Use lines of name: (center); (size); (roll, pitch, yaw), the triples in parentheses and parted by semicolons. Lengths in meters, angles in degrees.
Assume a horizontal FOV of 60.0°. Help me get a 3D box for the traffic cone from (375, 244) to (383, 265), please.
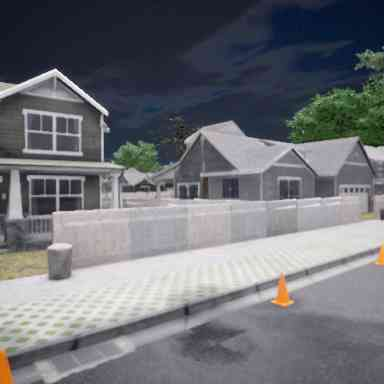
traffic cone: (5.603, 1.814, 9.785); (0.340, 0.580, 0.340); (-1, 1, -40)

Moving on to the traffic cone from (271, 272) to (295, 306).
traffic cone: (1.785, 1.885, 6.557); (0.340, 0.580, 0.340); (-1, 1, -40)

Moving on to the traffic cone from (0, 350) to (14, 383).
traffic cone: (-1.977, 1.955, 3.488); (0.340, 0.580, 0.340); (-1, 1, -37)
